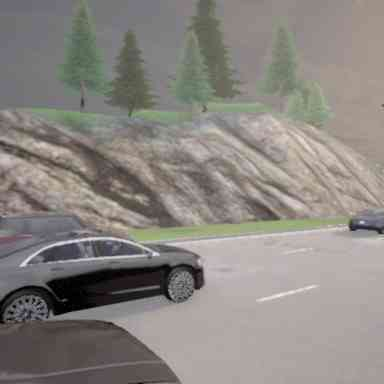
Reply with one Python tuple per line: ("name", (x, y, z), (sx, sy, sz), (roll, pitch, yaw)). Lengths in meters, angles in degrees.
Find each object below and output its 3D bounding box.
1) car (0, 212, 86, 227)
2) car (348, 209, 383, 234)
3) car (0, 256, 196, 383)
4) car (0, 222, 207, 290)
("car", (-3.819, 1.375, 9.620), (4.553, 1.767, 2.097), (1, 0, -35))
("car", (11.602, 1.772, 20.798), (4.181, 1.385, 1.994), (1, 0, -37))
("car", (-2.598, 1.537, 1.892), (5.357, 1.411, 2.033), (1, 0, -36))
("car", (-1.931, 1.514, 6.667), (4.902, 1.511, 2.128), (1, 0, -35))
